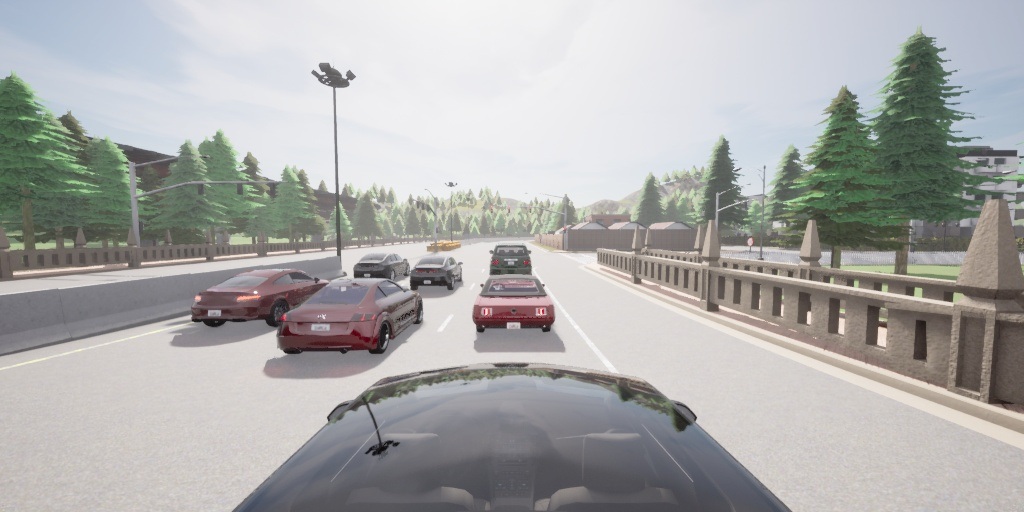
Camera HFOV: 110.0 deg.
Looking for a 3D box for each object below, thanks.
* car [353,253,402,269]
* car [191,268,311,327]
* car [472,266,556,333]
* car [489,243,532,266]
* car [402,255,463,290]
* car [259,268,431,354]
[{"bbox_3d":[-7.080,0.552,19.874,1.837,1.490,4.892,0,3,-1],"label":"car"},{"bbox_3d":[-6.985,1.080,10.681,1.812,1.442,4.674,0,2,-1],"label":"car"},{"bbox_3d":[0.022,1.175,10.178,1.895,1.301,4.718,0,2,-1],"label":"car"},{"bbox_3d":[-0.078,0.274,19.889,2.150,2.045,5.566,0,3,-1],"label":"car"},{"bbox_3d":[-3.554,0.703,17.352,1.837,1.490,4.892,0,3,-1],"label":"car"},{"bbox_3d":[-3.466,1.197,8.477,1.994,1.385,4.181,0,2,0],"label":"car"}]
